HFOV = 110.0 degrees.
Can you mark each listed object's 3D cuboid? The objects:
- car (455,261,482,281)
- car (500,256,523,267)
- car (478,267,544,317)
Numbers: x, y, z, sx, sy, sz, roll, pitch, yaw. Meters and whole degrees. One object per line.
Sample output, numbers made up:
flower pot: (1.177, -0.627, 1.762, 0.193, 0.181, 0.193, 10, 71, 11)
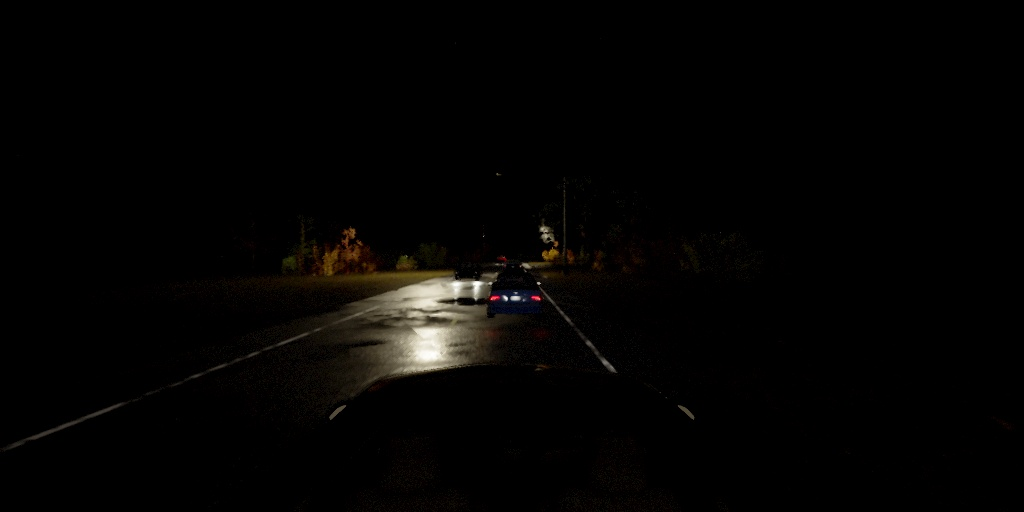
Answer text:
car: (-3.595, 1.218, 30.370, 1.882, 1.535, 5.008, 0, 0, 0)
car: (0.102, 1.091, 37.578, 2.097, 1.767, 4.553, 0, 0, 0)
car: (0.101, 1.294, 13.068, 2.033, 1.411, 5.357, 0, 0, 0)
